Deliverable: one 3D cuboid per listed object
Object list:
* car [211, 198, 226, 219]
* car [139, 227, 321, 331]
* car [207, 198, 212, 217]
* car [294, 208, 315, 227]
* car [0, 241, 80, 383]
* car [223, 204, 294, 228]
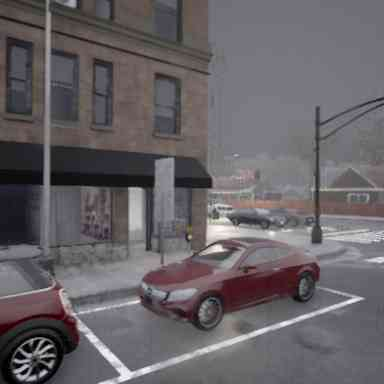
[{"bbox_3d":[2.011,1.596,33.451,2.150,2.045,5.566,1,-1,-36],"label":"car"},{"bbox_3d":[0.971,1.632,6.885,4.206,1.307,1.802,1,0,-36],"label":"car"},{"bbox_3d":[-0.581,1.694,31.489,2.097,1.767,4.553,1,-1,-36],"label":"car"},{"bbox_3d":[7.448,1.879,25.828,1.994,1.385,4.181,1,-1,-36],"label":"car"},{"bbox_3d":[-3.518,1.432,3.677,4.097,1.590,1.967,1,0,-36],"label":"car"},{"bbox_3d":[4.678,1.810,24.119,1.812,1.442,4.674,1,-1,-36],"label":"car"}]
